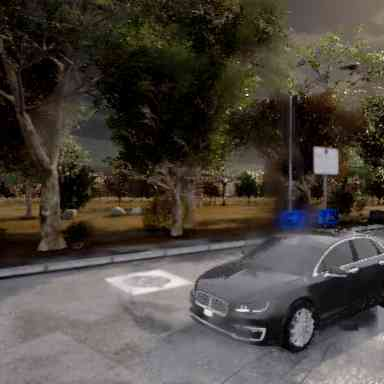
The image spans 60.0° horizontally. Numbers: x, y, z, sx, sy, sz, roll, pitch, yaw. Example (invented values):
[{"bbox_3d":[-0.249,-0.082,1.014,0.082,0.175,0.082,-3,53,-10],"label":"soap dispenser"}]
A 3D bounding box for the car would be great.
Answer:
[{"bbox_3d":[2.215,1.505,6.241,4.892,1.490,1.837,0,0,-35],"label":"car"}]
